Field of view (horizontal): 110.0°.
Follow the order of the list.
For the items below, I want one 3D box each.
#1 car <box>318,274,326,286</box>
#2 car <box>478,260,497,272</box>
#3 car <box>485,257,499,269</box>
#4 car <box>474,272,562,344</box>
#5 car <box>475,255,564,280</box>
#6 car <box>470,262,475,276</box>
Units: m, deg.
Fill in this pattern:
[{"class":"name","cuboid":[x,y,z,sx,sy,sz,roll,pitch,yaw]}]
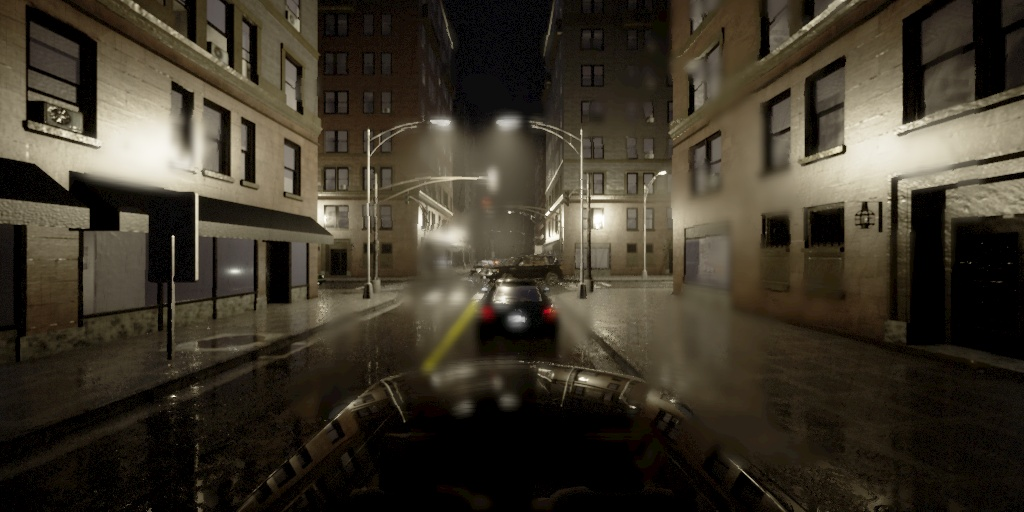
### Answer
[{"class":"car","cuboid":[-14.086,1.379,21.930,4.718,1.301,1.895,0,0,0]},{"class":"car","cuboid":[-3.098,1.277,46.125,2.033,1.411,5.357,0,0,0]},{"class":"car","cuboid":[-3.085,1.072,55.907,2.097,1.767,4.553,0,0,-1]},{"class":"car","cuboid":[0.114,1.311,9.555,1.994,1.385,4.181,0,0,-1]},{"class":"car","cuboid":[0.754,0.963,22.998,5.566,2.045,2.150,0,-1,-29]},{"class":"car","cuboid":[-3.094,1.226,36.383,2.128,1.511,4.902,0,0,0]}]
